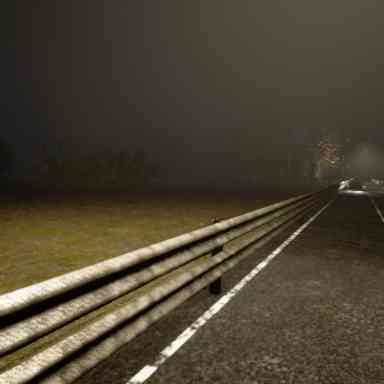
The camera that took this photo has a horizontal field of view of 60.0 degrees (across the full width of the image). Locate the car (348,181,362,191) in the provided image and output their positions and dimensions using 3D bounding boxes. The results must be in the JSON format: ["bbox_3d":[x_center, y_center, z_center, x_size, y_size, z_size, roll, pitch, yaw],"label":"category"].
[{"bbox_3d":[26.515,-1.059,53.890,2.128,1.511,4.902,5,4,26],"label":"car"}]
